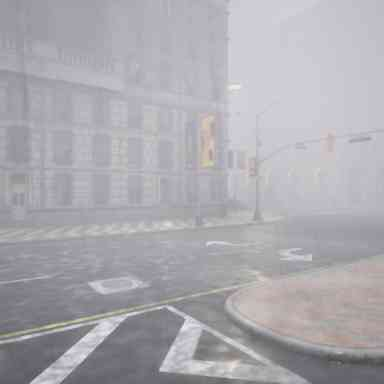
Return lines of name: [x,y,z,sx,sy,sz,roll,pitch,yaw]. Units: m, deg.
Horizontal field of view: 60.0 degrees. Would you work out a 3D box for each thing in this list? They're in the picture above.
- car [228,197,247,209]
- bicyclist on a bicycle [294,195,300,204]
car: [5.226,1.482,44.097,2.128,1.511,4.902,0,0,-35]
bicyclist on a bicycle: [18.027,1.284,57.169,1.656,1.620,0.582,0,0,-35]
